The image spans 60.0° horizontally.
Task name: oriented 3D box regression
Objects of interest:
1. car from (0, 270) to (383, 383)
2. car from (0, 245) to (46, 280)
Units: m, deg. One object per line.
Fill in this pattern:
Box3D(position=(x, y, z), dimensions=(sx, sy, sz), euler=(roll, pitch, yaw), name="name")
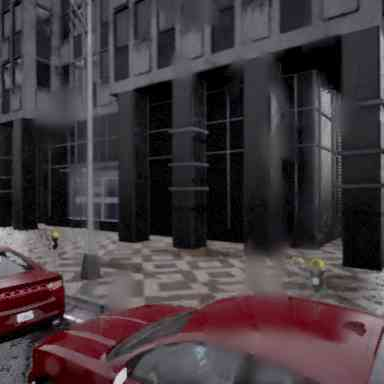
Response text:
Box3D(position=(0.474, 1.554, 2.623), dimensions=(4.507, 1.381, 1.887), euler=(-1, 0, 36), name="car")
Box3D(position=(-4.115, 1.606, 5.902), dimensions=(4.507, 1.381, 1.887), euler=(-1, 0, 36), name="car")
